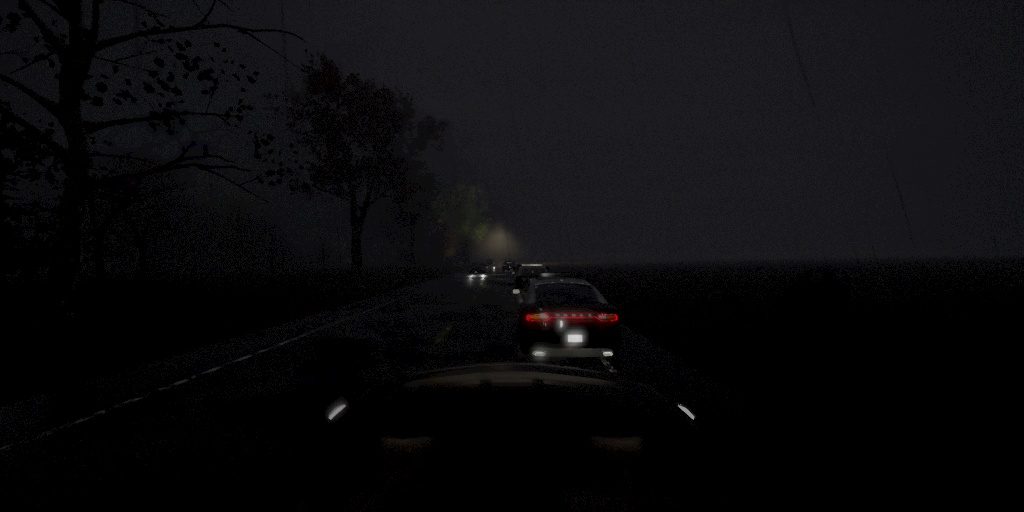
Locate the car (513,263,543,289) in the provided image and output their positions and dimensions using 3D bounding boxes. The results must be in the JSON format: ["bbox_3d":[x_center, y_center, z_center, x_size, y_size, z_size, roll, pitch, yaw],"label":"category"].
[{"bbox_3d":[0.992,1.264,24.498,1.837,1.490,4.892,0,0,0],"label":"car"}]

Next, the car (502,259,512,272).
[{"bbox_3d":[-0.268,1.345,47.194,1.994,1.385,4.181,0,0,0],"label":"car"}]

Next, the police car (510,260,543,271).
[{"bbox_3d":[1.025,1.181,18.601,1.930,1.638,5.238,0,0,0],"label":"police car"}]

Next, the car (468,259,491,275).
[{"bbox_3d":[-3.808,1.321,40.210,2.033,1.411,5.357,0,0,-1],"label":"car"}]

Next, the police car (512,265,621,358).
[{"bbox_3d":[1.054,1.176,8.592,1.930,1.638,5.238,0,0,0],"label":"police car"}]
